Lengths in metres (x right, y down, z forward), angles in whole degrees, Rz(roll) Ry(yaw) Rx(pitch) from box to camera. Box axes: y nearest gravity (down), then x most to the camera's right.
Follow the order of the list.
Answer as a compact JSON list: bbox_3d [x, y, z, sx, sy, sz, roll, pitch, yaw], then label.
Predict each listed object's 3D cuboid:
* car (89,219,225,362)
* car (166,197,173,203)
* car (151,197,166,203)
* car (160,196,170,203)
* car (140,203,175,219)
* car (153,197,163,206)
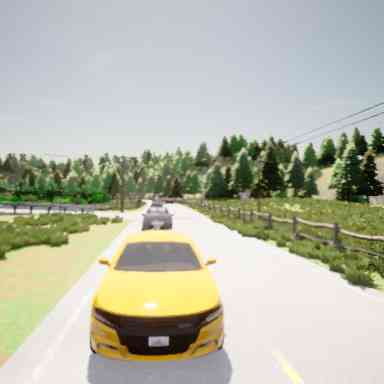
[{"bbox_3d":[-0.659,1.543,6.478,1.882,1.535,5.008,1,-1,-6],"label":"car"},{"bbox_3d":[-5.905,2.373,84.110,1.837,1.490,4.892,1,-1,-10],"label":"car"},{"bbox_3d":[-6.087,1.931,58.784,2.097,1.767,4.553,1,-1,-5],"label":"car"},{"bbox_3d":[-7.635,2.152,94.012,2.097,1.767,4.553,1,-1,-12],"label":"car"},{"bbox_3d":[-2.173,1.699,21.047,2.128,1.511,4.902,1,-1,-6],"label":"car"},{"bbox_3d":[-7.682,2.082,74.010,2.097,1.767,4.553,1,-1,-7],"label":"car"}]
